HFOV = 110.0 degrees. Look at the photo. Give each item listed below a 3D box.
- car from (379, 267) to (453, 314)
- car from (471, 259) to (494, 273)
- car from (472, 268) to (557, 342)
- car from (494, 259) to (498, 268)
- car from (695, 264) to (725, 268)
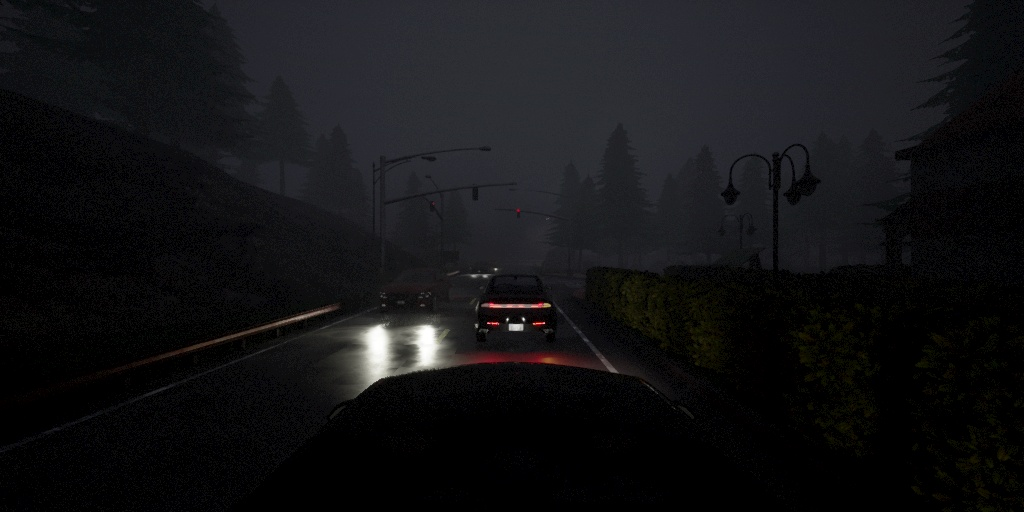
[{"bbox_3d":[-3.575,1.227,14.054,1.882,1.535,5.008,0,0,0],"label":"car"},{"bbox_3d":[-3.520,1.297,40.984,2.033,1.411,5.357,0,0,0],"label":"car"},{"bbox_3d":[0.095,1.242,9.740,2.128,1.511,4.902,0,0,0],"label":"car"},{"bbox_3d":[-3.387,1.233,60.171,1.882,1.535,5.008,0,0,0],"label":"car"},{"bbox_3d":[15.756,1.417,29.547,4.892,1.490,1.837,0,0,0],"label":"car"}]
